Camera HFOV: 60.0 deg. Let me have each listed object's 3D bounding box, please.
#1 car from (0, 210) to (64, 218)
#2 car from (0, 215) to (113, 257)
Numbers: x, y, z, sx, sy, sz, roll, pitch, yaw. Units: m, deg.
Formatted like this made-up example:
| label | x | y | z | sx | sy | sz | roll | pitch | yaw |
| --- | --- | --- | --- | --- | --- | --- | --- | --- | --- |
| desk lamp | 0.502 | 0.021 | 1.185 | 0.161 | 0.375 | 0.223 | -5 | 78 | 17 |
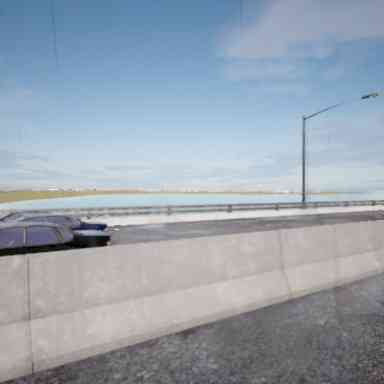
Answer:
| label | x | y | z | sx | sy | sz | roll | pitch | yaw |
| --- | --- | --- | --- | --- | --- | --- | --- | --- | --- |
| car | -5.842 | 1.550 | 12.714 | 5.357 | 1.411 | 2.033 | 0 | 0 | -36 |
| car | -4.841 | 1.548 | 9.133 | 5.357 | 1.411 | 2.033 | 0 | 0 | -35 |
